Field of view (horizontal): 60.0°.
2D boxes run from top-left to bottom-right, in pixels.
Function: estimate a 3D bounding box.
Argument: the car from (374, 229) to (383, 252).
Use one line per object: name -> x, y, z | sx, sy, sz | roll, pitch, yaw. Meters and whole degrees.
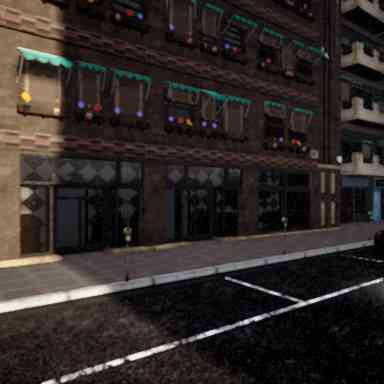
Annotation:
car -> 8.760, 1.591, 12.806 | 4.313, 1.339, 1.947 | 0, 0, -35
